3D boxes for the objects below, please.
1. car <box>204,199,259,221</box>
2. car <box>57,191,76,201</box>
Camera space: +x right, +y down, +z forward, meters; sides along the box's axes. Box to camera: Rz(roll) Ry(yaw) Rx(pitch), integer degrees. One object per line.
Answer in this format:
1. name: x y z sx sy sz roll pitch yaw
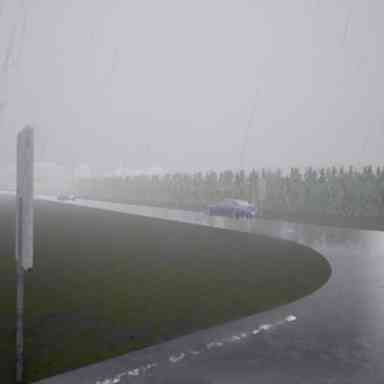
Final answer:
1. car: 2.823 1.235 24.326 1.812 1.442 4.674 1 1 -35
2. car: -18.860 0.590 49.845 2.128 1.511 4.902 1 1 -36
